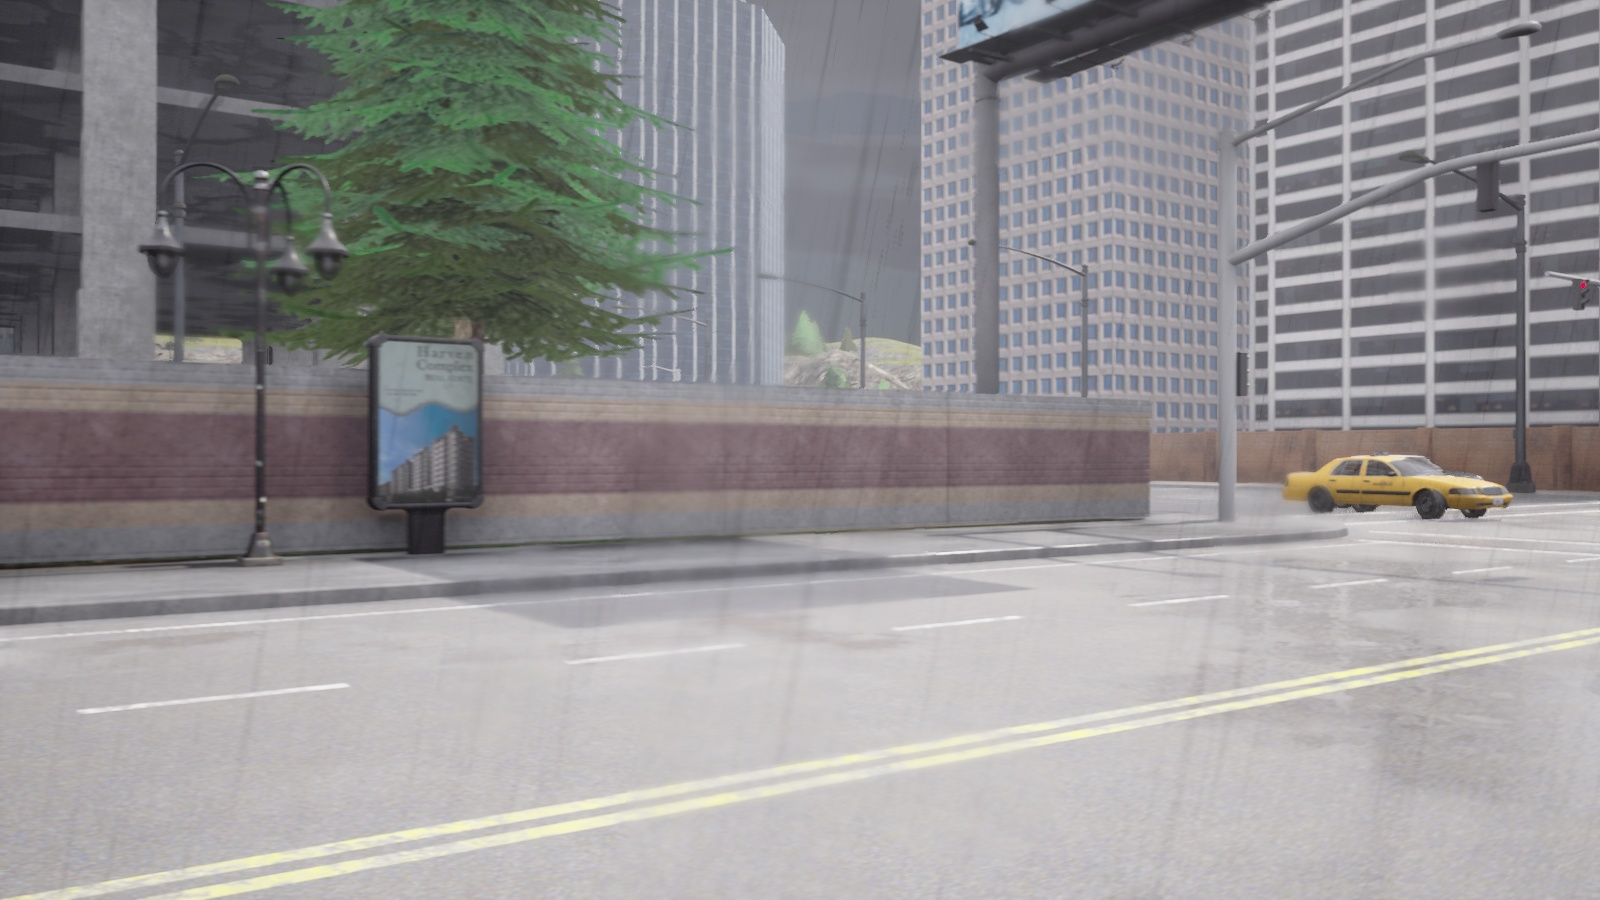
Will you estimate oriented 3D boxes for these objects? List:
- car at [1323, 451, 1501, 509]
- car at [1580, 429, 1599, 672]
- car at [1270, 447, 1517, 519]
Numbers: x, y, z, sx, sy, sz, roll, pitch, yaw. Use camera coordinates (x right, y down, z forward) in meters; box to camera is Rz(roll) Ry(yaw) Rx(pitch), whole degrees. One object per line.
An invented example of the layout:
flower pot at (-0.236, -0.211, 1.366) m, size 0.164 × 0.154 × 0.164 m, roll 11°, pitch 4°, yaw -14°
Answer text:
car at (16.361, 0.758, 33.727) m, size 1.970 × 1.475 × 3.806 m, roll 0°, pitch 0°, yaw -36°
car at (7.936, 0.681, 9.184) m, size 4.856 × 1.649 × 2.033 m, roll 0°, pitch 0°, yaw -35°
car at (14.119, 0.728, 30.299) m, size 1.801 × 1.575 × 5.366 m, roll 0°, pitch 0°, yaw -28°
